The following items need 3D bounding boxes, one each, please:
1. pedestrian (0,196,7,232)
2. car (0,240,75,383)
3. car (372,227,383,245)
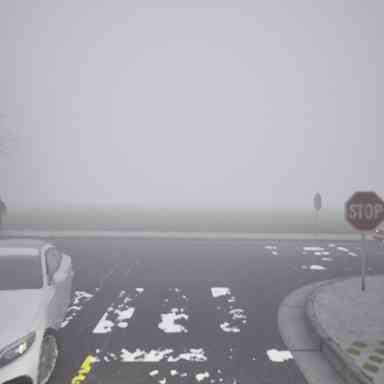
[{"bbox_3d":[-9.702,1.073,16.761,0.375,1.860,0.375,0,-1,0],"label":"pedestrian"},{"bbox_3d":[-2.913,1.550,5.137,1.812,1.442,4.674,1,-1,-14],"label":"car"},{"bbox_3d":[10.287,1.819,13.983,4.718,1.301,1.895,1,0,0],"label":"car"}]
